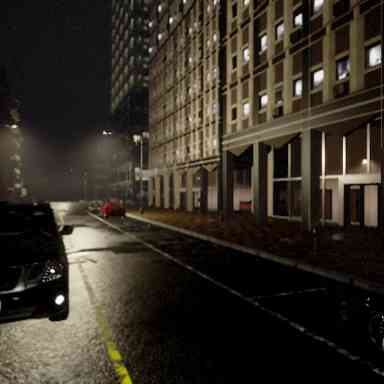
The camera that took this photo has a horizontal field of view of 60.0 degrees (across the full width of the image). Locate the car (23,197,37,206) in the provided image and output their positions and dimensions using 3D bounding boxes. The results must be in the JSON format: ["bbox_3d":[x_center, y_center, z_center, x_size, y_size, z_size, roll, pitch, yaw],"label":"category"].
[{"bbox_3d":[-27.962,1.632,57.431,2.008,1.369,4.403,0,0,-23],"label":"car"}]

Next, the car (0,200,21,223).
[{"bbox_3d":[-14.757,1.467,26.217,1.967,1.590,4.097,0,0,-23],"label":"car"}]

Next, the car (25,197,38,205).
[{"bbox_3d":[-30.161,1.643,62.633,2.008,1.369,4.403,0,0,-23],"label":"car"}]

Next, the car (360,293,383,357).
[{"bbox_3d":[3.964,1.582,3.471,1.947,1.339,4.313,0,0,-23],"label":"car"}]

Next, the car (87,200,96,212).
[{"bbox_3d":[-11.441,1.618,39.887,2.008,1.369,4.403,0,0,-23],"label":"car"}]

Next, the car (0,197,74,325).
[{"bbox_3d":[-3.867,1.228,7.126,2.150,2.045,5.566,0,0,-23],"label":"car"}]

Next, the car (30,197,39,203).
[{"bbox_3d":[-35.240,1.699,74.510,1.802,1.307,4.206,0,0,-23],"label":"car"}]

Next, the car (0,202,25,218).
[{"bbox_3d":[-16.958,1.617,31.419,1.802,1.307,4.206,0,0,-23],"label":"car"}]

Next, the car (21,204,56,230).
[{"bbox_3d":[-10.218,1.591,22.423,1.994,1.385,4.181,0,0,-22],"label":"car"}]

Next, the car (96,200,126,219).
[{"bbox_3d":[-7.039,1.595,29.482,1.887,1.381,4.507,0,0,-23],"label":"car"}]
